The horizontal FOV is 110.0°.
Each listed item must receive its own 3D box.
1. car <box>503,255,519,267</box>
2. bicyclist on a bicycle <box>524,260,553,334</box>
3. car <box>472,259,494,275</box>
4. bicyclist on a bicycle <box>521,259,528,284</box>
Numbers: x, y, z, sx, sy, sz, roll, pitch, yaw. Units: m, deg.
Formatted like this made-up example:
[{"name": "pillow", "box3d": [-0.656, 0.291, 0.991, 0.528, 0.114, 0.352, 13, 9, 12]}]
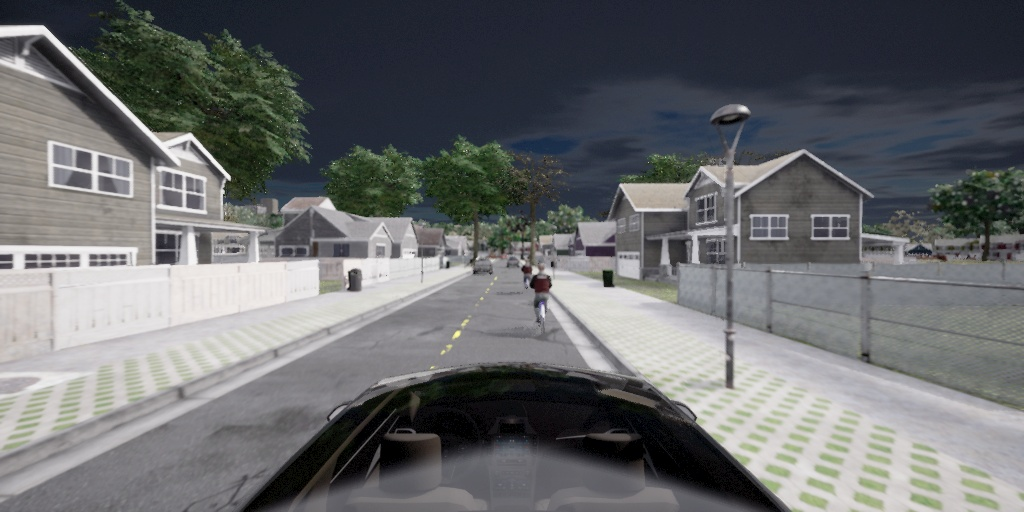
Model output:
[{"name": "car", "box3d": [0.148, 0.976, 55.988, 2.128, 1.511, 4.902, 0, 0, 0]}, {"name": "bicyclist on a bicycle", "box3d": [0.764, 1.082, 9.497, 0.659, 1.776, 1.843, 0, 1, 0]}, {"name": "car", "box3d": [-2.814, 1.088, 35.705, 1.837, 1.490, 4.892, 0, 0, 0]}, {"name": "bicyclist on a bicycle", "box3d": [0.772, 1.037, 18.497, 0.659, 1.776, 1.843, 0, 1, 0]}]
